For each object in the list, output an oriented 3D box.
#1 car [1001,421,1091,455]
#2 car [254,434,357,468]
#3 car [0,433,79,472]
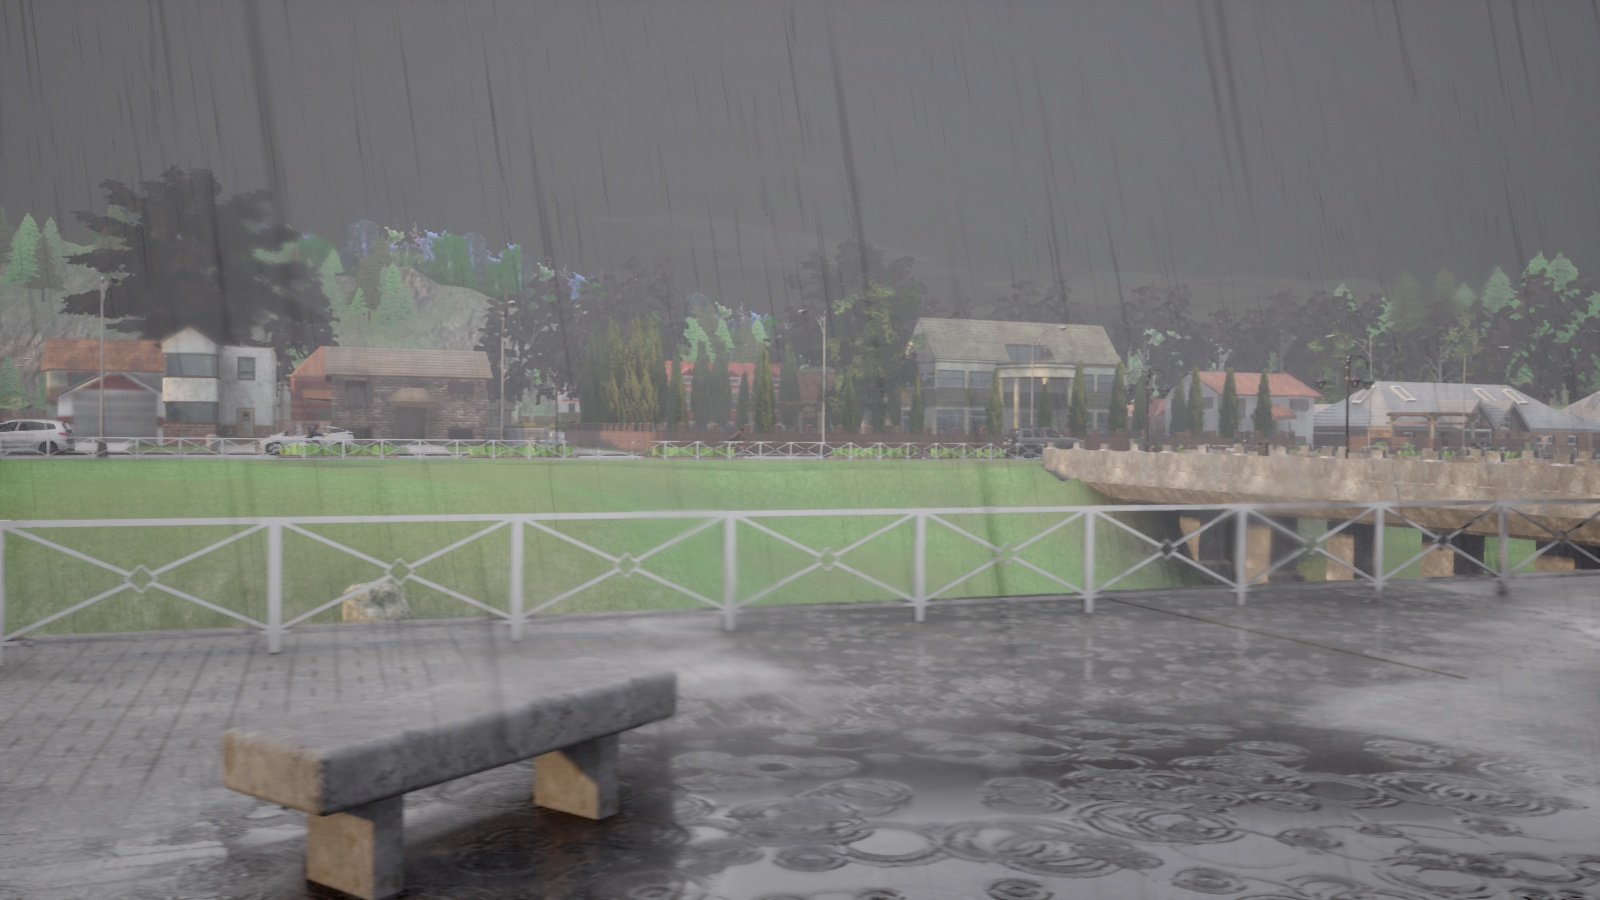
[{"bbox_3d":[13.864,-0.686,70.736,4.605,1.855,1.932,-1,1,-21],"label":"car"},{"bbox_3d":[-23.867,0.015,60.700,4.514,1.525,2.007,-1,1,-21],"label":"car"},{"bbox_3d":[-35.225,0.106,56.390,4.611,1.667,2.242,-1,1,-21],"label":"car"}]
